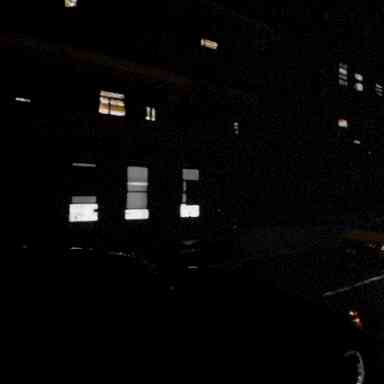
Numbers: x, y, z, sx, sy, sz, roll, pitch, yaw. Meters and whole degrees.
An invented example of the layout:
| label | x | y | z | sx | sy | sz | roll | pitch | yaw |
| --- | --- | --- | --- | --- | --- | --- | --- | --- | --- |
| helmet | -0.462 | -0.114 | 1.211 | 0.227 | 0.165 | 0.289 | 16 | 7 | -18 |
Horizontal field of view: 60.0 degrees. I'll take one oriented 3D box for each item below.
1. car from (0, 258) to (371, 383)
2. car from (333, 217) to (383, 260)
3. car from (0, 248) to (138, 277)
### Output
| label | x | y | z | sx | sy | sz | roll | pitch | yaw |
| --- | --- | --- | --- | --- | --- | --- | --- | --- | --- |
| car | -0.077 | 1.550 | 3.321 | 4.181 | 1.385 | 1.994 | 0 | 0 | -35 |
| car | 6.713 | 1.438 | 11.294 | 4.829 | 1.417 | 1.752 | 0 | 1 | -35 |
| car | -2.189 | 1.572 | 4.984 | 4.206 | 1.307 | 1.802 | 0 | 1 | -35 |
